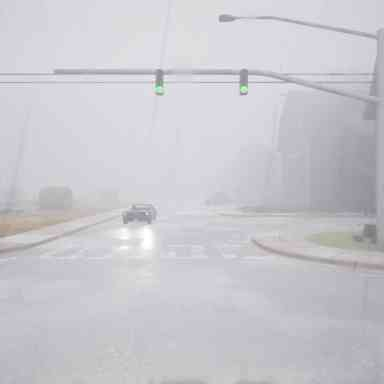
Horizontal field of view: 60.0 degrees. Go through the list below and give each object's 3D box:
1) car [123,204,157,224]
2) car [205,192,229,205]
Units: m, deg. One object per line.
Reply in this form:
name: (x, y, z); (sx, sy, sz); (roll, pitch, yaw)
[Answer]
car: (-3.679, 1.526, 23.975); (1.895, 1.301, 4.718); (0, 0, 0)
car: (3.946, 1.000, 52.590); (1.905, 1.878, 3.866); (-8, 4, -42)
